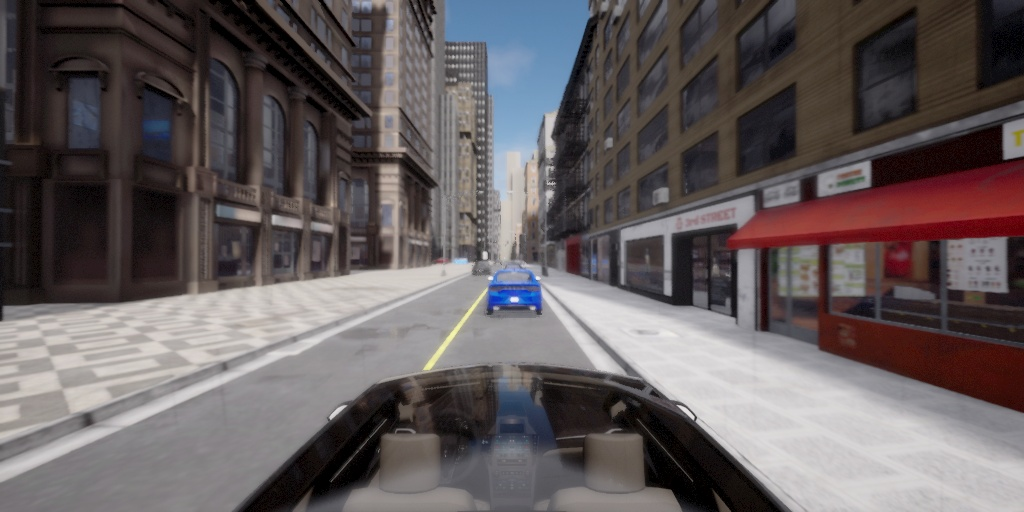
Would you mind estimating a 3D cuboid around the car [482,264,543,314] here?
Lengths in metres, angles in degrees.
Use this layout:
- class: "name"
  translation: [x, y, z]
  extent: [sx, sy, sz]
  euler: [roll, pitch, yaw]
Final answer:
- class: "car"
  translation: [0.089, 1.224, 13.761]
  extent: [1.882, 1.535, 5.008]
  euler: [0, 0, 0]

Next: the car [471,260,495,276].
- class: "car"
  translation: [-3.104, 1.272, 37.387]
  extent: [1.837, 1.490, 4.892]
  euler: [0, 0, 0]

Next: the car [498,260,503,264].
- class: "car"
  translation: [0.086, 1.315, 29.929]
  extent: [1.994, 1.385, 4.181]
  euler: [0, 0, 0]
